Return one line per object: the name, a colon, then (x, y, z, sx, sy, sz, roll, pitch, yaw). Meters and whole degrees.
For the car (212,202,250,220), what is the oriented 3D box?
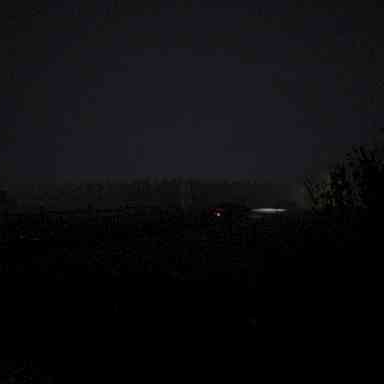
car: (3.606, 1.632, 29.862, 1.837, 1.490, 4.892, 1, 0, 35)

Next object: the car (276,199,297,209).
car: (14.104, 1.765, 49.990, 1.895, 1.301, 4.718, 1, 0, 35)
